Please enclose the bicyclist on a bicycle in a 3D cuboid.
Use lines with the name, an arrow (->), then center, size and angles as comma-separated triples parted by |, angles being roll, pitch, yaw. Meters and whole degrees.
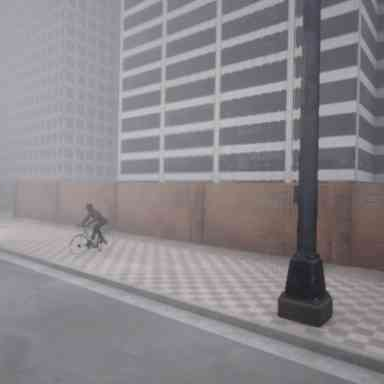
bicyclist on a bicycle -> -3.132, 1.183, 10.534 | 0.582, 1.620, 1.656 | 1, 0, 39
